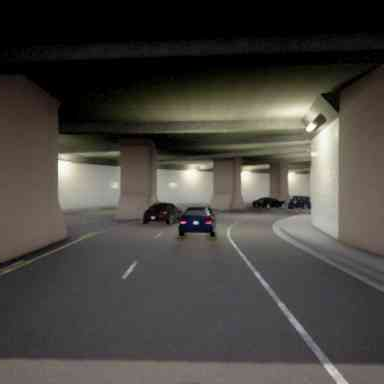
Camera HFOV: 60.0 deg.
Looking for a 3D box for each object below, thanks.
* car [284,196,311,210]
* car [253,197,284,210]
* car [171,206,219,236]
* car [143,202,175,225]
[{"bbox_3d":[13.567,1.215,39.510,4.553,1.767,2.097,0,0,-36],"label":"car"},{"bbox_3d":[9.557,1.336,40.910,5.008,1.535,1.882,0,0,-40],"label":"car"},{"bbox_3d":[0.425,1.484,18.104,2.033,1.411,5.357,0,0,6],"label":"car"},{"bbox_3d":[-1.964,1.443,23.401,1.812,1.442,4.674,0,0,13],"label":"car"}]
